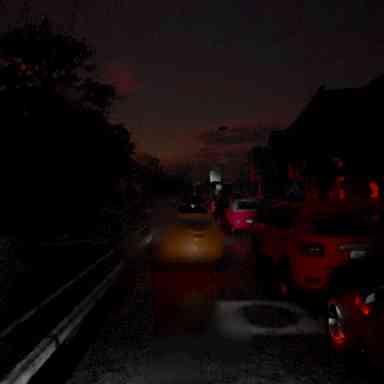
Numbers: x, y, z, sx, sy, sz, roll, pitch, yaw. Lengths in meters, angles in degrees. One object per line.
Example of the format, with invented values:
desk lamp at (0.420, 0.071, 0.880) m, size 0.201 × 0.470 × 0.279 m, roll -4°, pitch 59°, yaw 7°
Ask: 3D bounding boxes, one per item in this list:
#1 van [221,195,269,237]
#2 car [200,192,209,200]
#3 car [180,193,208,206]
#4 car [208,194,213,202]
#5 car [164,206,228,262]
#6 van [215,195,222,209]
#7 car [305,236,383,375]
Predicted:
van at (3.051, 1.306, 19.982) m, size 1.878 × 1.987 × 4.442 m, roll 0°, pitch 0°, yaw 0°
car at (2.930, 0.937, 77.735) m, size 1.882 × 1.535 × 5.008 m, roll 0°, pitch 2°, yaw 0°
car at (0.085, 1.283, 30.316) m, size 2.150 × 2.045 × 5.566 m, roll 0°, pitch 0°, yaw 0°
car at (2.929, 1.155, 69.884) m, size 1.837 × 1.490 × 4.892 m, roll 0°, pitch 2°, yaw 0°
car at (0.067, 1.514, 12.249) m, size 1.882 × 1.535 × 5.008 m, roll 0°, pitch 0°, yaw 0°
van at (3.052, 1.313, 25.529) m, size 1.878 × 1.987 × 4.442 m, roll 0°, pitch 0°, yaw 0°
car at (3.050, 1.522, 3.255) m, size 2.163 × 1.488 × 4.792 m, roll 0°, pitch 0°, yaw 0°
